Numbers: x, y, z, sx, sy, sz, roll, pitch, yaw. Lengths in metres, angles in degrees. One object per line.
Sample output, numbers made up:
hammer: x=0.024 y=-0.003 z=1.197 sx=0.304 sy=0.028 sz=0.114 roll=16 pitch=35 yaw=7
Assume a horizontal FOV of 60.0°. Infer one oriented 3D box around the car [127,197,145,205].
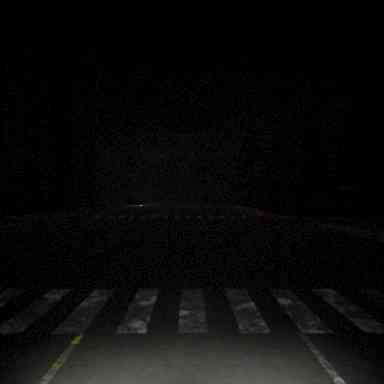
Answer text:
car: x=-10.207 y=1.687 z=60.522 sx=1.812 sy=1.442 sz=4.674 roll=0 pitch=1 yaw=-36
